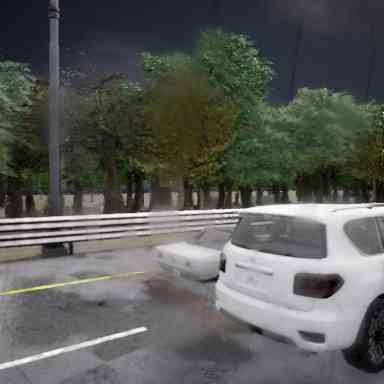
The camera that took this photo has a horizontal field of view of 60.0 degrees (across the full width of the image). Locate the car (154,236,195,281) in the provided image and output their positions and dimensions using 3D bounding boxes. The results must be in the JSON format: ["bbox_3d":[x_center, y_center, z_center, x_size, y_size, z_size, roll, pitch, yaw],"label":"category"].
[{"bbox_3d":[1.448,1.596,9.074,4.718,1.301,1.895,0,0,-35],"label":"car"}]

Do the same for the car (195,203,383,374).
[{"bbox_3d":[2.968,1.217,5.861,5.566,2.045,2.150,0,0,-35],"label":"car"}]
